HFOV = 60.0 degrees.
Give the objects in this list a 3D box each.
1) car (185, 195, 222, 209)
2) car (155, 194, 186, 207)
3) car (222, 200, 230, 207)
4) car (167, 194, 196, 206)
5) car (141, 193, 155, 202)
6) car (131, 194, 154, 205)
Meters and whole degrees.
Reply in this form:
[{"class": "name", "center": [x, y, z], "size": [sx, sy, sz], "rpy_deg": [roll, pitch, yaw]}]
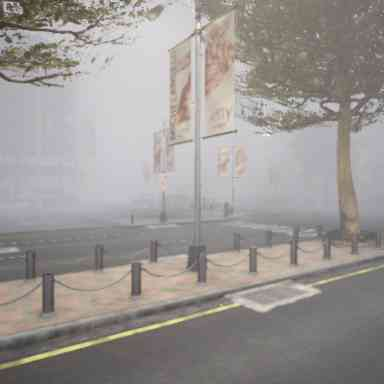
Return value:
[{"class": "car", "center": [1.572, 1.418, 46.472], "size": [2.097, 1.767, 4.553], "rpy_deg": [0, 0, -35]}, {"class": "car", "center": [-3.518, 1.419, 53.556], "size": [2.097, 1.767, 4.553], "rpy_deg": [0, 0, -36]}, {"class": "car", "center": [3.637, 1.600, 49.614], "size": [1.812, 1.442, 4.674], "rpy_deg": [0, 0, -36]}, {"class": "car", "center": [-1.897, 1.296, 57.338], "size": [2.150, 2.045, 5.566], "rpy_deg": [0, 0, -36]}, {"class": "car", "center": [-8.420, 1.295, 65.471], "size": [5.566, 2.045, 2.150], "rpy_deg": [0, 0, 45]}, {"class": "car", "center": [-9.419, 1.630, 61.169], "size": [1.994, 1.385, 4.181], "rpy_deg": [0, 0, -42]}]
